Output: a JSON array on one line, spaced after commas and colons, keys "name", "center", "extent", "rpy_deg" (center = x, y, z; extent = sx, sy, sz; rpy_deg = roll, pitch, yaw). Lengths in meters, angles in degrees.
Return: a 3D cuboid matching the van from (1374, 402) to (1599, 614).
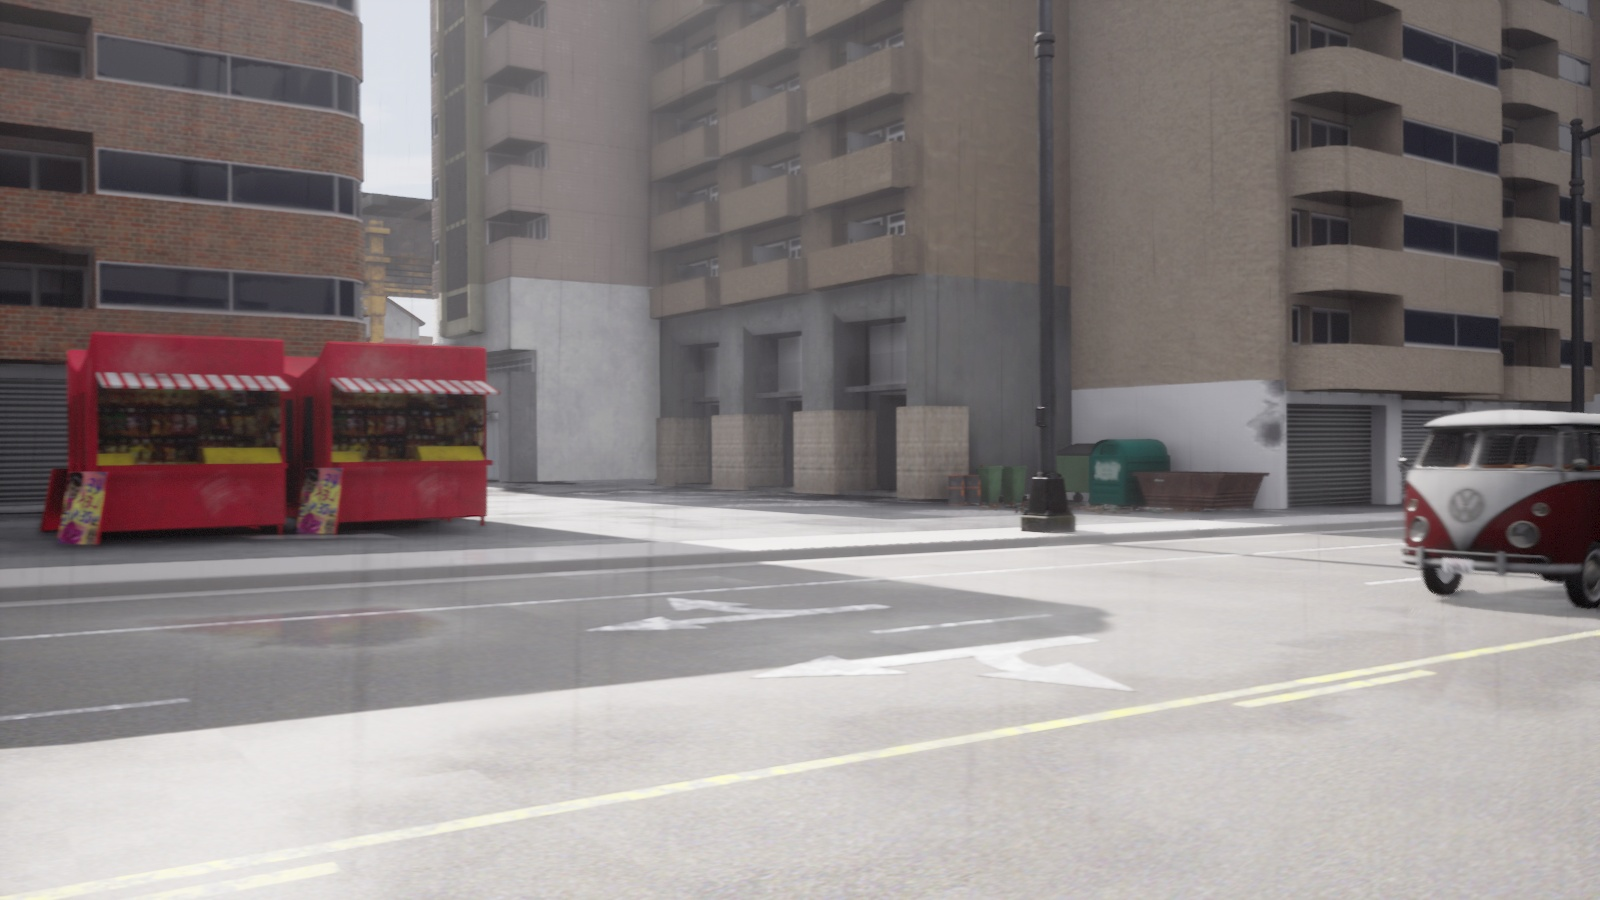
[{"name": "van", "center": [8.371, 0.550, 13.749], "extent": [4.442, 1.987, 1.775], "rpy_deg": [0, 0, -35]}]
